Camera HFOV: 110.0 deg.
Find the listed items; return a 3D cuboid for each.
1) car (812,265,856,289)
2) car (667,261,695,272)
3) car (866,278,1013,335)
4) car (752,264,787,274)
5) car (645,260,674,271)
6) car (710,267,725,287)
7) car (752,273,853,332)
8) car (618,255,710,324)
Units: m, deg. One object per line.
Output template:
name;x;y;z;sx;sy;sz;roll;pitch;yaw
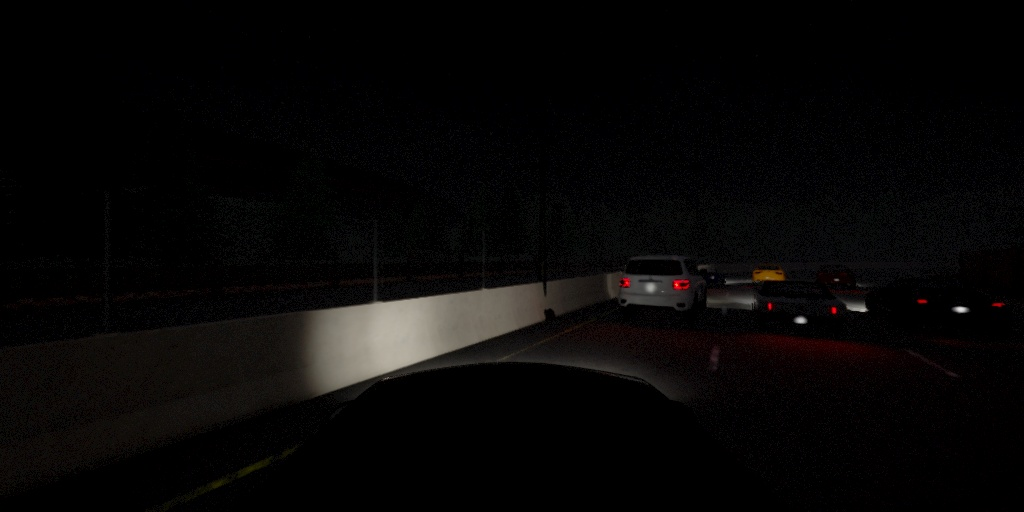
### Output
car;21.715;1.337;24.261;1.882;1.535;5.008;0;0;38
car;24.608;1.466;52.109;4.674;1.442;1.812;0;0;-39
car;12.689;1.367;10.990;1.994;1.385;4.181;0;0;32
car;18.733;1.335;26.111;1.882;1.535;5.008;0;0;38
car;22.670;1.435;55.055;4.902;1.511;2.128;0;0;-39
car;13.936;1.446;25.607;1.895;1.301;4.718;0;0;36
car;8.692;1.396;11.210;1.895;1.301;4.718;0;0;32
car;5.435;1.008;12.616;2.150;2.045;5.566;0;-1;33
